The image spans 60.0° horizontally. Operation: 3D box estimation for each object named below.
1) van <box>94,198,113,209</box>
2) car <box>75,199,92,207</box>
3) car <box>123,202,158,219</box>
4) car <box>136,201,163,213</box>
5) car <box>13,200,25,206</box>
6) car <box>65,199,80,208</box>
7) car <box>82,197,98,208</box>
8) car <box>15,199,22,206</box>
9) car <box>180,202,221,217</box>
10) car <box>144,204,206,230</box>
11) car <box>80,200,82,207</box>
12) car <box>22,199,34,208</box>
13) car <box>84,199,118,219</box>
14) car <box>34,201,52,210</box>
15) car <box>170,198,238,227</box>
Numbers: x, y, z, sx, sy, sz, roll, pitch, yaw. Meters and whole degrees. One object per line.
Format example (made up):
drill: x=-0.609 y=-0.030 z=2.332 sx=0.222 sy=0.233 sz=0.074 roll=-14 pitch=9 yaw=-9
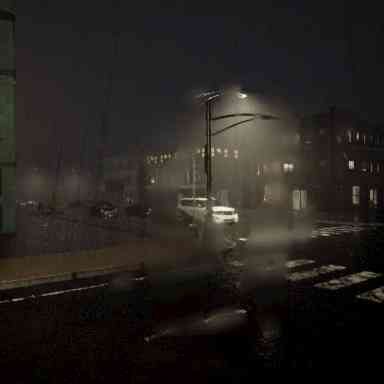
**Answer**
van: x=-15.317 y=1.907 z=57.450 sx=1.690 sy=1.788 sz=3.998 roll=-1 pitch=0 yaw=-36
car: x=-21.752 y=2.227 z=66.455 sx=1.887 sy=1.381 sz=4.507 roll=-1 pitch=0 yaw=-36
car: x=-5.010 y=1.886 z=33.103 sx=2.033 sy=1.411 sz=5.357 roll=-1 pitch=0 yaw=-36
car: x=-5.652 y=1.966 z=43.943 sx=1.802 sy=1.307 sz=4.206 roll=-2 pitch=0 yaw=-36
car: x=-41.446 y=2.547 z=79.590 sx=2.008 sy=1.369 sz=4.403 roll=-1 pitch=0 yaw=-36
car: x=-21.472 y=2.230 z=61.626 sx=1.994 sy=1.385 sz=4.181 roll=-1 pitch=0 yaw=-36
car: x=-15.411 y=2.032 z=53.147 sx=1.882 sy=1.535 sz=5.008 roll=-1 pitch=0 yaw=-35
car: x=-38.228 y=2.379 z=75.086 sx=1.967 sy=1.590 sz=4.097 roll=-1 pitch=0 yaw=-36
car: x=0.785 y=1.810 z=34.938 sx=2.008 sy=1.369 sz=4.403 roll=-2 pitch=0 yaw=-36
car: x=-1.277 y=1.815 z=23.207 sx=1.947 sy=1.339 sz=4.313 roll=-2 pitch=0 yaw=-36
car: x=-18.538 y=1.939 z=61.952 sx=2.192 sy=1.841 sz=5.009 roll=-1 pitch=0 yaw=-36
car: x=-31.787 y=2.375 z=66.083 sx=2.008 sy=1.369 sz=4.403 roll=-1 pitch=0 yaw=-36
car: x=-9.253 y=1.846 z=34.564 sx=1.967 sy=1.590 sz=4.097 roll=-1 pitch=0 yaw=-36
car: x=-25.249 y=2.232 z=56.939 sx=1.752 sy=1.417 sz=4.829 roll=-1 pitch=0 yaw=-36
car: x=0.942 y=1.443 z=24.776 sx=2.150 sy=2.045 sz=5.566 roll=-1 pitch=0 yaw=-35
